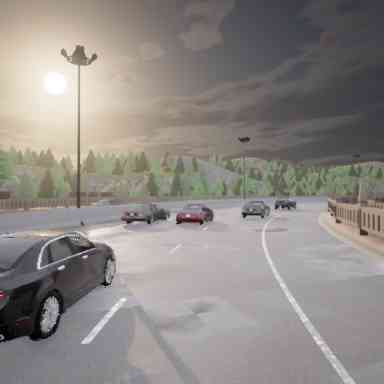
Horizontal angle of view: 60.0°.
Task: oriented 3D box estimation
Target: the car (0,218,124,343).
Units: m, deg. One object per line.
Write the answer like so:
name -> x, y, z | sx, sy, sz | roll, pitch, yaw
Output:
car -> -2.984, 1.507, 6.568 | 1.837, 1.490, 4.892 | 0, 0, 4

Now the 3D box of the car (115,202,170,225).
car -> -3.293, 1.564, 24.540 | 2.033, 1.411, 5.357 | 0, 0, 16

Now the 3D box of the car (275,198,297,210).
car -> 12.031, 1.490, 42.581 | 1.837, 1.490, 4.892 | 0, 0, 31

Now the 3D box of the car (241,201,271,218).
car -> 5.768, 1.535, 29.651 | 2.033, 1.411, 5.357 | 0, 0, 21

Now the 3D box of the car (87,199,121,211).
car -> -11.356, 1.654, 43.249 | 1.994, 1.385, 4.181 | 0, 0, 25

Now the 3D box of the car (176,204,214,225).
car -> 0.310, 1.569, 24.176 | 1.994, 1.385, 4.181 | 0, 0, 16

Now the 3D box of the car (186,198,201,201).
car -> 0.209, 1.620, 50.342 | 2.033, 1.411, 5.357 | 0, 0, 31

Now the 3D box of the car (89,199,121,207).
car -> -9.698, 1.572, 38.309 | 1.837, 1.490, 4.892 | -1, 0, 23
